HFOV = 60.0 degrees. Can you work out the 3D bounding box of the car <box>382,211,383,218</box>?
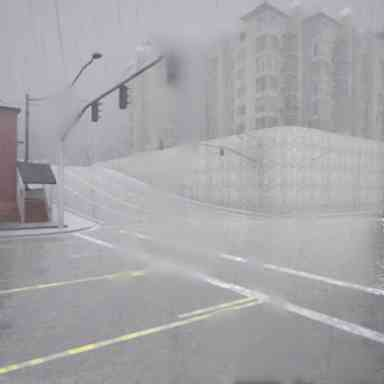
[{"bbox_3d":[19.474,1.779,30.813,4.181,1.385,1.994,0,0,-36],"label":"car"}]
